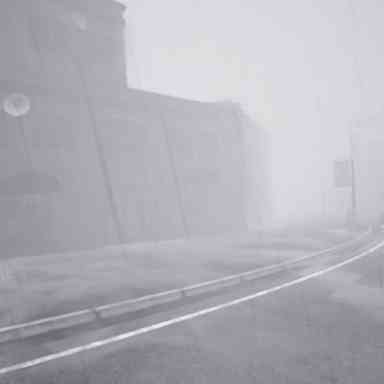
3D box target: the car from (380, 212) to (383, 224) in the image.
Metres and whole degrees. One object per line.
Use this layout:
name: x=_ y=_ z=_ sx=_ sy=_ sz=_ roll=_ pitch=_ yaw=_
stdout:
car: x=17.909 y=2.111 z=29.264 sx=1.812 sy=1.442 sz=4.674 roll=-2 pitch=-3 yaw=19
